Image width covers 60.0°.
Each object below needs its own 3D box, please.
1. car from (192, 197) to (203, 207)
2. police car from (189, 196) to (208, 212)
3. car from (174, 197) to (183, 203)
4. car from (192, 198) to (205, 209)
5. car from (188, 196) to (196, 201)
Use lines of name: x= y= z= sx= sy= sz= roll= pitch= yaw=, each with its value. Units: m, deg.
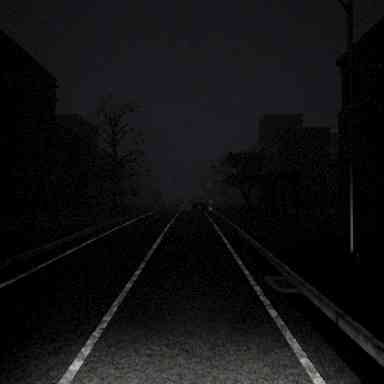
car: x=0.900 y=1.702 z=56.395 sx=1.882 sy=1.535 sz=5.008 roll=0 pitch=0 yaw=0
police car: x=0.900 y=1.517 z=40.505 sx=1.930 sy=1.638 sz=5.238 roll=0 pitch=0 yaw=0
car: x=-3.000 y=1.779 z=75.922 sx=2.033 sy=1.411 sz=5.357 roll=0 pitch=0 yaw=0
car: x=0.900 y=1.652 z=50.395 sx=1.882 sy=1.535 sz=5.008 roll=0 pitch=0 yaw=0
car: x=-0.001 y=1.826 z=91.262 sx=1.895 sy=1.301 sz=4.718 roll=0 pitch=0 yaw=0
